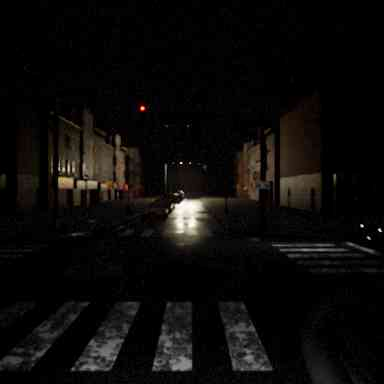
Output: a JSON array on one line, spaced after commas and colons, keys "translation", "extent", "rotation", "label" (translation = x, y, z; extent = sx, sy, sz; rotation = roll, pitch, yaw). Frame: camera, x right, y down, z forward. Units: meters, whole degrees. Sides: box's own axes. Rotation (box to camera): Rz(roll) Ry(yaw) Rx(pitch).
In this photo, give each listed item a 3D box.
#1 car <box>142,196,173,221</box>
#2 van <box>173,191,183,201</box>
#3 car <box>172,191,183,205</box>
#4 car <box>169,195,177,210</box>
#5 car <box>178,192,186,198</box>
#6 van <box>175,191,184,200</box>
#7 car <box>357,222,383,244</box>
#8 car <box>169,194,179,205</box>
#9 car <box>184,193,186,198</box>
[{"translation": [-2.645, 1.284, 24.628], "extent": [1.752, 1.417, 4.829], "rotation": [0, 1, 0], "label": "car"}, {"translation": [-2.662, 0.776, 64.033], "extent": [1.690, 1.788, 3.998], "rotation": [0, 0, 0], "label": "van"}, {"translation": [-2.655, 1.005, 47.218], "extent": [1.967, 1.590, 4.097], "rotation": [0, 0, 0], "label": "car"}, {"translation": [-2.647, 1.251, 30.403], "extent": [1.887, 1.381, 4.507], "rotation": [0, 1, 0], "label": "car"}, {"translation": [-2.676, 0.802, 92.062], "extent": [1.947, 1.339, 4.313], "rotation": [0, 0, 0], "label": "car"}, {"translation": [-2.664, 0.734, 69.638], "extent": [1.690, 1.788, 3.998], "rotation": [0, 0, 0], "label": "van"}, {"translation": [9.036, 1.458, 12.724], "extent": [4.718, 1.301, 1.895], "rotation": [0, 0, 3], "label": "car"}, {"translation": [-2.650, 1.239, 36.008], "extent": [1.802, 1.307, 4.206], "rotation": [0, 1, 0], "label": "car"}, {"translation": [-2.659, 0.793, 58.427], "extent": [2.192, 1.841, 5.009], "rotation": [0, 0, 0], "label": "car"}]
